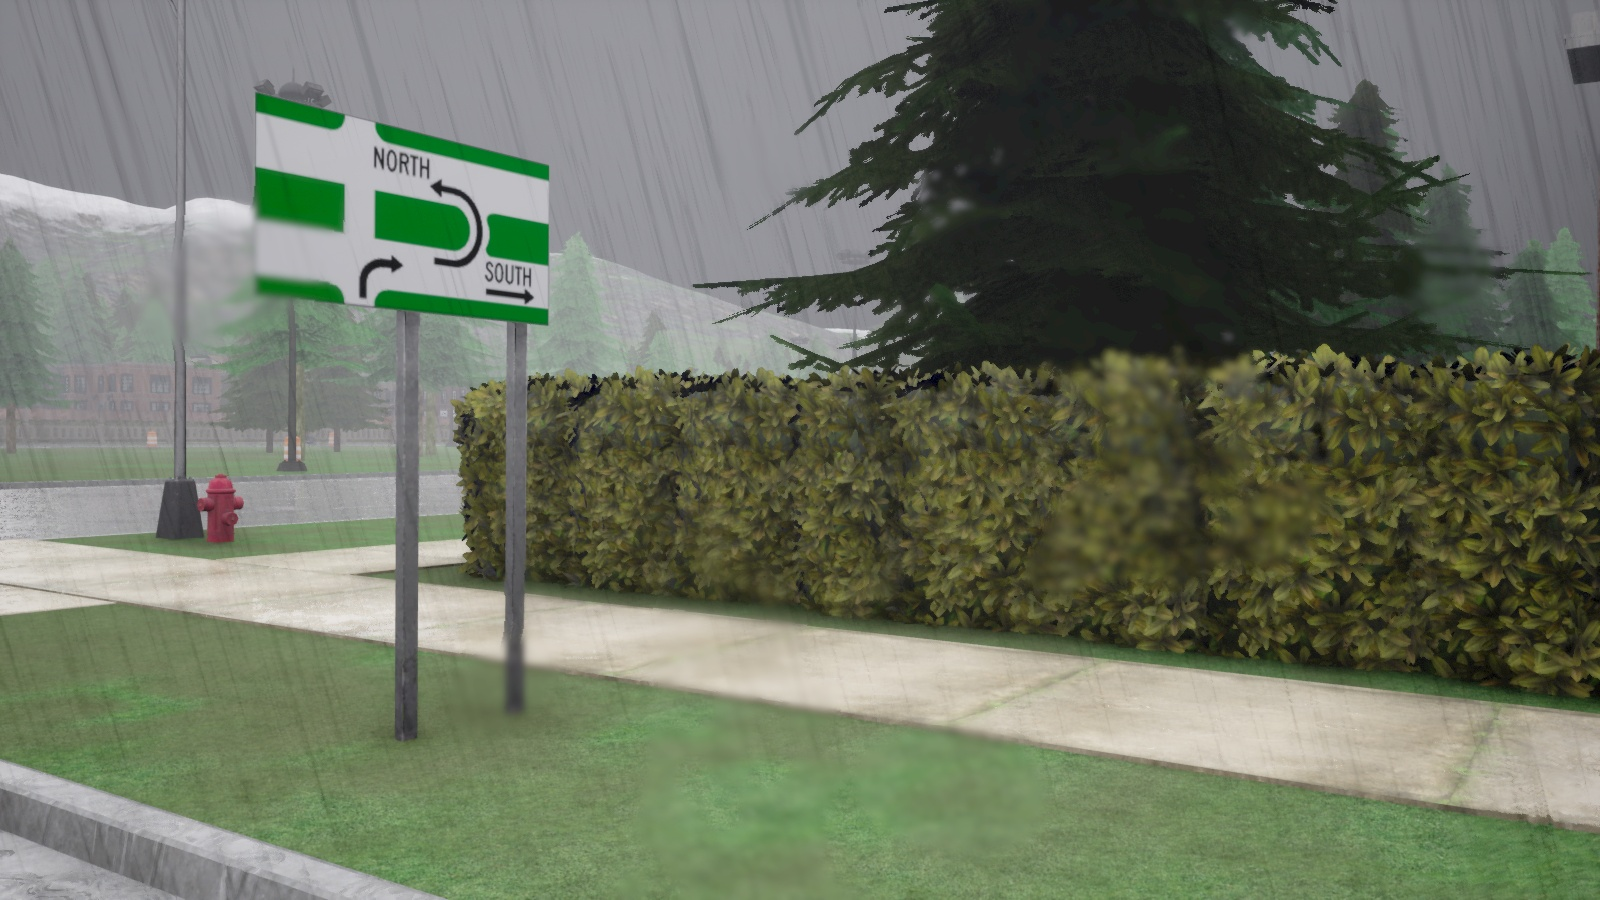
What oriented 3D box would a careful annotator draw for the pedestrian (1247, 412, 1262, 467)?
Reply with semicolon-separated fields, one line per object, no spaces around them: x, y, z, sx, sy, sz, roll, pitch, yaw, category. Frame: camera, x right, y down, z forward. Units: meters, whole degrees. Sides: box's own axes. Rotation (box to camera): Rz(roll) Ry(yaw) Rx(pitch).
15.195;-0.350;41.961;0.345;1.836;0.594;0;1;34;pedestrian
